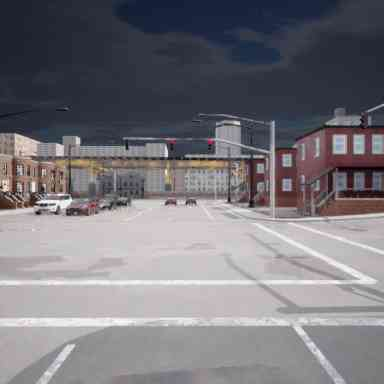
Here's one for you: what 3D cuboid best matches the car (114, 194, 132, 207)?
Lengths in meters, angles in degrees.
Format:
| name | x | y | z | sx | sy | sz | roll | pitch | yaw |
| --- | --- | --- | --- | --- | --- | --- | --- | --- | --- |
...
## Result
| name | x | y | z | sx | sy | sz | roll | pitch | yaw |
| --- | --- | --- | --- | --- | --- | --- | --- | --- | --- |
| car | -10.711 | 1.478 | 52.014 | 1.882 | 1.535 | 5.008 | 0 | 0 | 0 |

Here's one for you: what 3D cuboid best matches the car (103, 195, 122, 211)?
| name | x | y | z | sx | sy | sz | roll | pitch | yaw |
| --- | --- | --- | --- | --- | --- | --- | --- | --- | --- |
| car | -10.702 | 1.491 | 41.772 | 2.128 | 1.511 | 4.902 | 0 | 0 | 0 |

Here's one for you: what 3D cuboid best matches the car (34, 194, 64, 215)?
| name | x | y | z | sx | sy | sz | roll | pitch | yaw |
| --- | --- | --- | --- | --- | --- | --- | --- | --- | --- |
| car | -14.187 | 1.222 | 34.450 | 2.150 | 2.045 | 5.566 | 0 | 0 | 0 |

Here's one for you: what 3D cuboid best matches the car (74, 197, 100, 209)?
| name | x | y | z | sx | sy | sz | roll | pitch | yaw |
| --- | --- | --- | --- | --- | --- | --- | --- | --- | --- |
| car | -14.206 | 1.476 | 45.298 | 1.882 | 1.535 | 5.008 | 0 | 0 | 0 |

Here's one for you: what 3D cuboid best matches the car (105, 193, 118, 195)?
| name | x | y | z | sx | sy | sz | roll | pitch | yaw |
| --- | --- | --- | --- | --- | --- | --- | --- | --- | --- |
| car | -14.195 | 1.220 | 58.137 | 2.150 | 2.045 | 5.566 | 0 | 0 | 1 |

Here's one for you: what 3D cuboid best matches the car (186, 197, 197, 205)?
| name | x | y | z | sx | sy | sz | roll | pitch | yaw |
| --- | --- | --- | --- | --- | --- | --- | --- | --- | --- |
| car | -0.147 | 1.526 | 58.543 | 1.812 | 1.442 | 4.674 | 0 | 0 | 0 |

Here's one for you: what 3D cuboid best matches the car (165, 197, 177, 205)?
| name | x | y | z | sx | sy | sz | roll | pitch | yaw |
| --- | --- | --- | --- | --- | --- | --- | --- | --- | --- |
| car | -3.542 | 1.526 | 56.727 | 1.812 | 1.442 | 4.674 | 0 | 0 | 0 |

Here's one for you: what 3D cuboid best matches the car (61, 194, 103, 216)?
| name | x | y | z | sx | sy | sz | roll | pitch | yaw |
| --- | --- | --- | --- | --- | --- | --- | --- | --- | --- |
| car | -10.672 | 1.352 | 32.624 | 2.097 | 1.767 | 4.553 | 0 | 0 | 0 |
